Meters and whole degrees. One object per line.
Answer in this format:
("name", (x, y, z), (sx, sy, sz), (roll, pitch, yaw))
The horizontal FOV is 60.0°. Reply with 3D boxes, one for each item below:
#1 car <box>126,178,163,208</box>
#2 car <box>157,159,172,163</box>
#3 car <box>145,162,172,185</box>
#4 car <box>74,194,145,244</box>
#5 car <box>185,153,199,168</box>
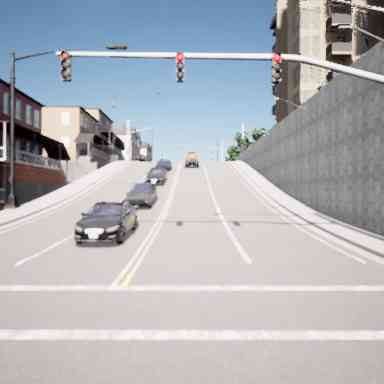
("car", (-3.583, 0.142, 24.195), (2.033, 1.411, 5.357), (0, 9, 0))
("car", (-3.563, -3.462, 42.295), (1.994, 1.385, 4.181), (0, 12, 0))
("car", (-3.567, -1.710, 33.723), (2.128, 1.511, 4.902), (0, 12, 0))
("car", (-3.587, 1.174, 14.553), (2.128, 1.511, 4.902), (0, 4, 0))
("car", (0.004, -4.168, 45.831), (1.895, 1.301, 4.718), (0, 12, 0))
